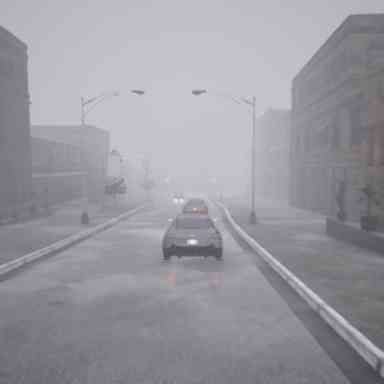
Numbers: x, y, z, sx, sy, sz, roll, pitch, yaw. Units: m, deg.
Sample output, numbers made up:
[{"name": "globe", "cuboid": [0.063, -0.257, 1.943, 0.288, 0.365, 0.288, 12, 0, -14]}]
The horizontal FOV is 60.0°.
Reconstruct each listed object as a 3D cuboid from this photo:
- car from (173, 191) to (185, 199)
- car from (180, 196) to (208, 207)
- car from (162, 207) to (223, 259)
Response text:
[{"name": "car", "cuboid": [-2.478, 0.574, 63.745, 2.128, 1.511, 4.902, 0, 1, 1]}, {"name": "car", "cuboid": [0.337, 1.225, 27.149, 1.994, 1.385, 4.181, 0, 1, 3]}, {"name": "car", "cuboid": [0.033, 1.459, 12.172, 1.994, 1.385, 4.181, 0, 1, 0]}]
